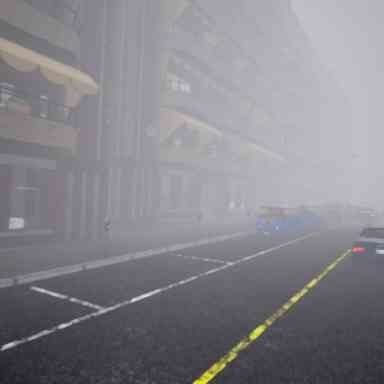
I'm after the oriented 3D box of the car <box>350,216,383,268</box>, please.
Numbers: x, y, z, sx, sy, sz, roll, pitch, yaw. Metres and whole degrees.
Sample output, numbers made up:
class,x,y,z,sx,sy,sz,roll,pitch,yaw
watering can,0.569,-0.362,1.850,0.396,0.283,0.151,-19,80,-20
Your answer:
class,x,y,z,sx,sy,sz,roll,pitch,yaw
car,6.748,1.797,11.547,2.033,1.411,5.357,1,-1,33

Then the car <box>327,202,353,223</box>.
class,x,y,z,sx,sy,sz,roll,pitch,yaw
car,13.935,1.918,32.621,2.192,1.841,5.009,3,0,33

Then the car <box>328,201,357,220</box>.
class,x,y,z,sx,sy,sz,roll,pitch,yaw
car,16.932,2.034,37.267,2.192,1.841,5.009,3,0,33

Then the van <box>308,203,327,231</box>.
class,x,y,z,sx,sy,sz,roll,pitch,yaw
van,7.939,1.715,23.329,1.690,1.788,3.998,3,0,33

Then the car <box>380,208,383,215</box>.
class,x,y,z,sx,sy,sz,roll,pitch,yaw
car,16.120,2.106,26.071,1.837,1.490,4.892,1,-1,33

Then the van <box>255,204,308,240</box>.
class,x,y,z,sx,sy,sz,roll,pitch,yaw
van,4.941,1.602,18.681,1.690,1.788,3.998,3,0,33

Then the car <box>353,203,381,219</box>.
class,x,y,z,sx,sy,sz,roll,pitch,yaw
car,17.713,2.186,33.904,1.882,1.535,5.008,1,-1,33

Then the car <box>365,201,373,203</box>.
class,x,y,z,sx,sy,sz,roll,pitch,yaw
car,31.917,2.640,60.500,2.192,1.841,5.009,3,0,33
